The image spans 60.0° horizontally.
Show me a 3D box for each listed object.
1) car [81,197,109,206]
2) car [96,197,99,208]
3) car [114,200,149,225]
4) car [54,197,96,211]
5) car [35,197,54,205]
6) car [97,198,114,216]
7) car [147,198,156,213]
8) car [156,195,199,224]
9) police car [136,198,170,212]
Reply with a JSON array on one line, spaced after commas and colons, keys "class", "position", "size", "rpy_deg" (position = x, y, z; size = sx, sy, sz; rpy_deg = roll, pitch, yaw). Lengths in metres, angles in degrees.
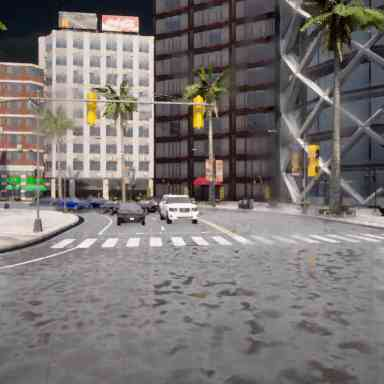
[{"class": "car", "position": [-16.023, 1.564, 54.749], "size": [4.181, 1.385, 1.994], "rpy_deg": [0, 0, 28]}, {"class": "car", "position": [-11.674, 1.601, 43.367], "size": [4.718, 1.301, 1.895], "rpy_deg": [0, 0, 40]}, {"class": "car", "position": [-4.479, 1.478, 24.143], "size": [1.882, 1.535, 5.008], "rpy_deg": [0, 0, -13]}, {"class": "car", "position": [-14.557, 1.478, 41.229], "size": [5.008, 1.535, 1.882], "rpy_deg": [0, 0, 39]}, {"class": "car", "position": [-25.281, 1.564, 58.471], "size": [4.181, 1.385, 1.994], "rpy_deg": [0, 0, 15]}, {"class": "car", "position": [-7.622, 1.601, 32.935], "size": [1.895, 1.301, 4.718], "rpy_deg": [0, 0, -30]}, {"class": "car", "position": [-4.489, 1.601, 34.426], "size": [1.895, 1.301, 4.718], "rpy_deg": [0, 0, -29]}, {"class": "car", "position": [-1.121, 1.221, 25.259], "size": [2.150, 2.045, 5.566], "rpy_deg": [0, 0, -14]}, {"class": "police car", "position": [-4.820, 1.508, 40.444], "size": [2.038, 1.542, 4.974], "rpy_deg": [-1, 0, -35]}]
